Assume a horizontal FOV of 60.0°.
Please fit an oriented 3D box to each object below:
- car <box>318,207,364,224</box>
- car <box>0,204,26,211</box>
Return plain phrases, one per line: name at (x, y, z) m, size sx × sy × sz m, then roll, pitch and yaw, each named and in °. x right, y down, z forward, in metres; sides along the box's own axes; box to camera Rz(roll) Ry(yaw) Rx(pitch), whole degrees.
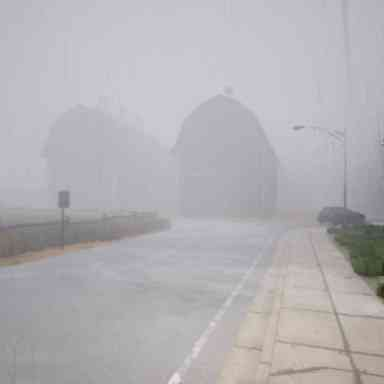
car at (14.793, 2.278, 32.842) m, size 4.553 × 1.767 × 2.097 m, roll 1°, pitch -1°, yaw -20°
car at (-21.335, 2.082, 38.234) m, size 4.674 × 1.442 × 1.812 m, roll 0°, pitch -1°, yaw 15°
